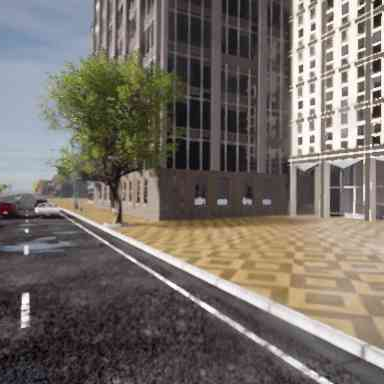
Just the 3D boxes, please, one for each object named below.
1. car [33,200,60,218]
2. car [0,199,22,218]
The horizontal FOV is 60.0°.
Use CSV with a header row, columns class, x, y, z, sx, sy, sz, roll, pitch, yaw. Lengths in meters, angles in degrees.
class,x,y,z,sx,sy,sz,roll,pitch,yaw
car,-13.338,1.664,30.655,1.895,1.301,4.718,1,0,-26
car,-16.363,1.545,29.508,1.812,1.442,4.674,1,0,-26
